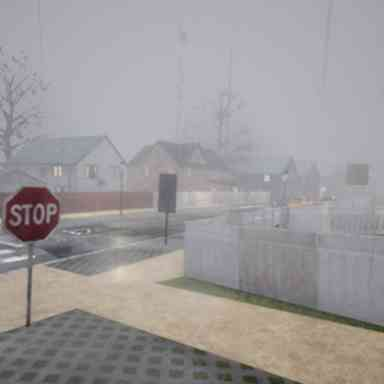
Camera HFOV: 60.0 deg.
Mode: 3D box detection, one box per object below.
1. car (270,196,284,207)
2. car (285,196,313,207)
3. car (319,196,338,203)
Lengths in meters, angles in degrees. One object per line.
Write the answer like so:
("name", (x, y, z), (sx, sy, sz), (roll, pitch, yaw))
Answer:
("car", (11.928, 1.250, 43.655), (2.128, 1.511, 4.902), (4, 3, 38))
("car", (13.486, 1.399, 41.029), (1.882, 1.535, 5.008), (4, 2, 36))
("car", (20.719, 1.372, 50.107), (2.128, 1.511, 4.902), (4, 3, 41))
